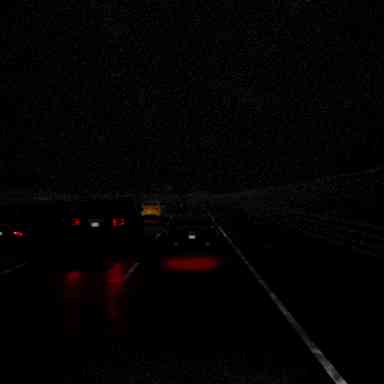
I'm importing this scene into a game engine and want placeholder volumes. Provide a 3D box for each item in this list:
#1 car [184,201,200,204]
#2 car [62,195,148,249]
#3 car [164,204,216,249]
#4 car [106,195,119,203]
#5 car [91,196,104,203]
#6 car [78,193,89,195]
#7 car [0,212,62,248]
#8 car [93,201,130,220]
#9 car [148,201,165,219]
[{"bbox_3d":[0.000,1.531,29.656,1.882,1.535,5.008,0,0,0],"label":"car"},{"bbox_3d":[-3.500,1.271,14.685,2.150,2.045,5.566,0,0,0],"label":"car"},{"bbox_3d":[0.000,1.498,14.653,1.882,1.535,5.008,0,0,0],"label":"car"},{"bbox_3d":[-18.274,1.493,76.940,2.097,1.767,4.553,0,0,-1],"label":"car"},{"bbox_3d":[-21.773,1.614,76.824,1.882,1.535,5.008,0,0,-1],"label":"car"},{"bbox_3d":[-25.271,1.359,76.709,2.150,2.045,5.566,0,0,-1],"label":"car"},{"bbox_3d":[-7.000,1.576,14.653,2.033,1.411,5.357,0,0,0],"label":"car"},{"bbox_3d":[-7.000,1.609,29.656,2.033,1.411,5.357,0,0,0],"label":"car"},{"bbox_3d":[-3.500,1.531,29.657,1.882,1.535,5.008,0,0,0],"label":"car"}]
